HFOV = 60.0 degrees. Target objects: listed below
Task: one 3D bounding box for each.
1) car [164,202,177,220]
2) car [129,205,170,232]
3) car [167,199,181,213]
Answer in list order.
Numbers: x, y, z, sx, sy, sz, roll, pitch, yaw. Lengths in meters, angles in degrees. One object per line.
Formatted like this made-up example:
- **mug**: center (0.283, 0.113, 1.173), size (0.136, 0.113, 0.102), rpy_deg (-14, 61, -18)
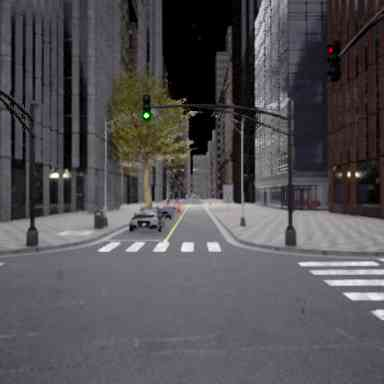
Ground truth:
- **car**: center (-2.726, 1.904, 31.674), size (1.895, 1.301, 4.718), rpy_deg (0, -1, 1)
- **car**: center (-2.826, 1.776, 21.822), size (1.994, 1.385, 4.181), rpy_deg (0, -1, 1)
- **car**: center (-2.577, 1.768, 43.878), size (2.097, 1.767, 4.553), rpy_deg (0, -1, 1)
